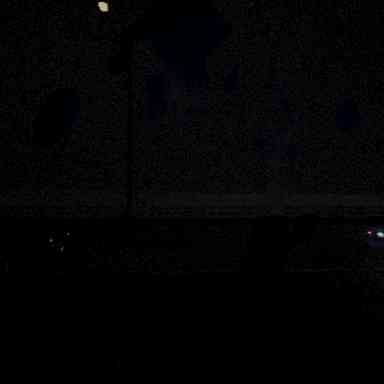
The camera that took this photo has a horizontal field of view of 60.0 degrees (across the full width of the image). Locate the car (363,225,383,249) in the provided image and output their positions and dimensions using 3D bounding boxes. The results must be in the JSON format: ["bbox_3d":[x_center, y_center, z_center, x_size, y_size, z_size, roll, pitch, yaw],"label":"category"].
[{"bbox_3d":[9.036,1.536,11.950,5.357,1.411,2.033,0,0,-8],"label":"car"}]

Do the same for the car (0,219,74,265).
[{"bbox_3d":[-6.456,1.547,10.875,4.718,1.301,1.895,0,0,-1],"label":"car"}]
